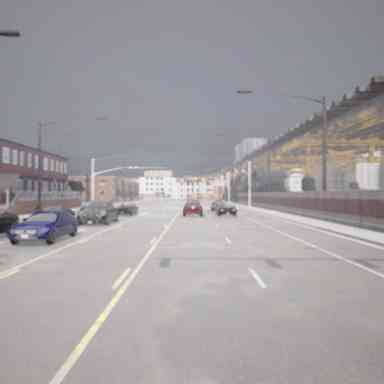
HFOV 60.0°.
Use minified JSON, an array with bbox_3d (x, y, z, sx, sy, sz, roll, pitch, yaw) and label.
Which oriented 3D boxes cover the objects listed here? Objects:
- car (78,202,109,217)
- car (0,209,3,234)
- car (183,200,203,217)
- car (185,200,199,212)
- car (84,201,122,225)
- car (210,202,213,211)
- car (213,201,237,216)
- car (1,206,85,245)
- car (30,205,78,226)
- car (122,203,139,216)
[{"bbox_3d":[-10.568,1.823,36.034,1.994,1.385,4.181,0,0,1],"label":"car"},{"bbox_3d":[-10.597,1.613,16.782,2.128,1.511,4.902,0,0,0],"label":"car"},{"bbox_3d":[0.098,1.603,35.153,2.097,1.767,4.553,0,0,0],"label":"car"},{"bbox_3d":[0.030,1.829,45.151,1.837,1.490,4.892,0,0,0],"label":"car"},{"bbox_3d":[-7.091,1.535,25.361,2.097,1.767,4.553,0,0,0],"label":"car"},{"bbox_3d":[3.532,1.872,45.222,2.033,1.411,5.357,0,0,0],"label":"car"},{"bbox_3d":[3.596,1.855,35.332,1.895,1.301,4.718,0,0,0],"label":"car"},{"bbox_3d":[-7.098,1.644,16.445,1.812,1.442,4.674,0,0,0],"label":"car"},{"bbox_3d":[-10.591,1.751,25.954,1.994,1.385,4.181,0,0,0],"label":"car"},{"bbox_3d":[-7.069,1.860,36.117,1.895,1.301,4.718,0,0,0],"label":"car"}]
